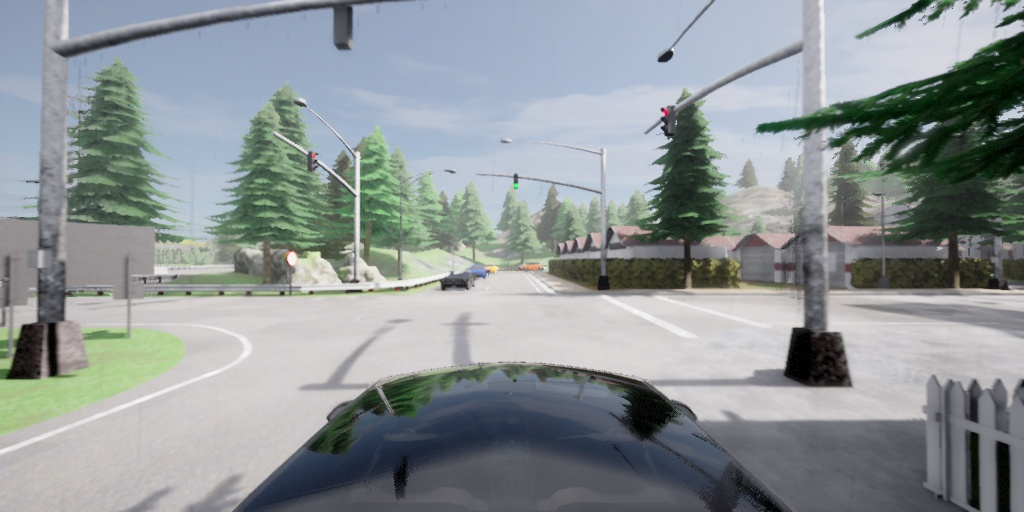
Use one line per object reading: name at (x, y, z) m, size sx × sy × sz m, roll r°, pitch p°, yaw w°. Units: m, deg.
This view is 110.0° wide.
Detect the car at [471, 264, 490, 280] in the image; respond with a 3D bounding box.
car at (-3.667, 1.678, 38.033) m, size 1.882 × 1.535 × 5.008 m, roll 0°, pitch -1°, yaw -2°

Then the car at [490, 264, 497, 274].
car at (-3.321, 1.854, 52.424) m, size 1.882 × 1.535 × 5.008 m, roll 0°, pitch -1°, yaw 6°

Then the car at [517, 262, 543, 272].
car at (3.134, 1.855, 63.638) m, size 4.553 × 1.767 × 2.097 m, roll 0°, pitch -1°, yaw -26°

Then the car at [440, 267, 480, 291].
car at (-3.628, 1.637, 24.765) m, size 1.895 × 1.301 × 4.718 m, roll 0°, pitch -1°, yaw 1°
